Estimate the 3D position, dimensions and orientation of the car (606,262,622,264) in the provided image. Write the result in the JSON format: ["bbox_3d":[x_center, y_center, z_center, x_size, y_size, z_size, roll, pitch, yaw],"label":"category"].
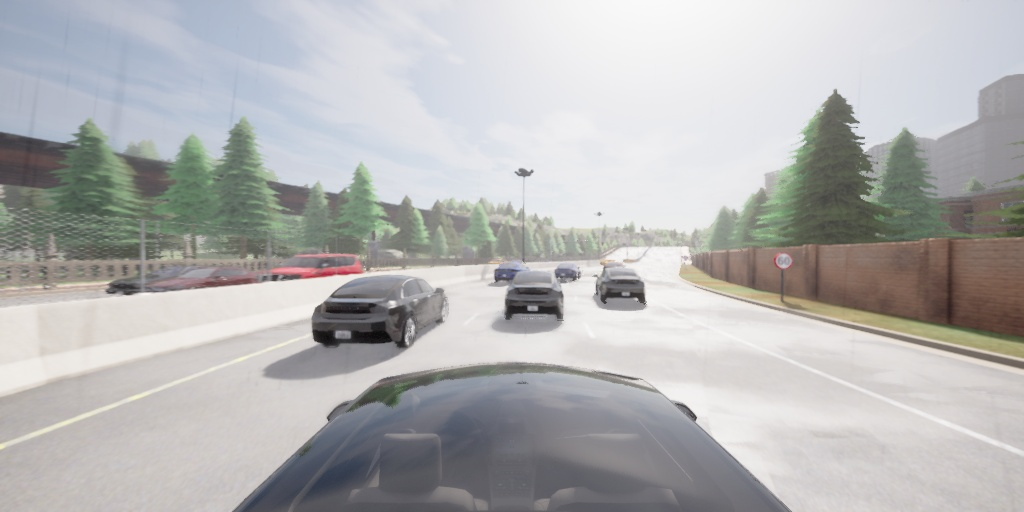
[{"bbox_3d":[9.843,1.289,34.340,1.882,1.535,5.008,0,0,21],"label":"car"}]

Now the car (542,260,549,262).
[{"bbox_3d":[5.340,1.314,58.607,2.033,1.411,5.357,0,0,26],"label":"car"}]

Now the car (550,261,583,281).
[{"bbox_3d":[4.721,1.298,30.391,1.812,1.442,4.674,0,0,18],"label":"car"}]

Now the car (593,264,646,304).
[{"bbox_3d":[4.972,1.286,16.832,1.837,1.490,4.892,0,0,9],"label":"car"}]

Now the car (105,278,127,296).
[{"bbox_3d":[-16.308,1.168,17.907,2.033,1.411,5.357,0,0,9],"label":"car"}]

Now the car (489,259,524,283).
[{"bbox_3d":[0.108,1.218,27.158,1.882,1.535,5.008,0,0,15],"label":"car"}]

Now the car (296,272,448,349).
[{"bbox_3d":[-2.985,1.229,9.120,1.837,1.490,4.892,0,0,4],"label":"car"}]

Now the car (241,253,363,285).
[{"bbox_3d":[-9.357,0.895,17.087,2.150,2.045,5.566,0,0,9],"label":"car"}]

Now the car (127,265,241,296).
[{"bbox_3d":[-13.052,1.172,15.544,1.812,1.442,4.674,0,0,7],"label":"car"}]

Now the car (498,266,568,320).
[{"bbox_3d":[0.857,1.257,12.691,1.837,1.490,4.892,0,0,6],"label":"car"}]

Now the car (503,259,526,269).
[{"bbox_3d":[0.408,1.257,56.435,1.812,1.442,4.674,0,0,26],"label":"car"}]
